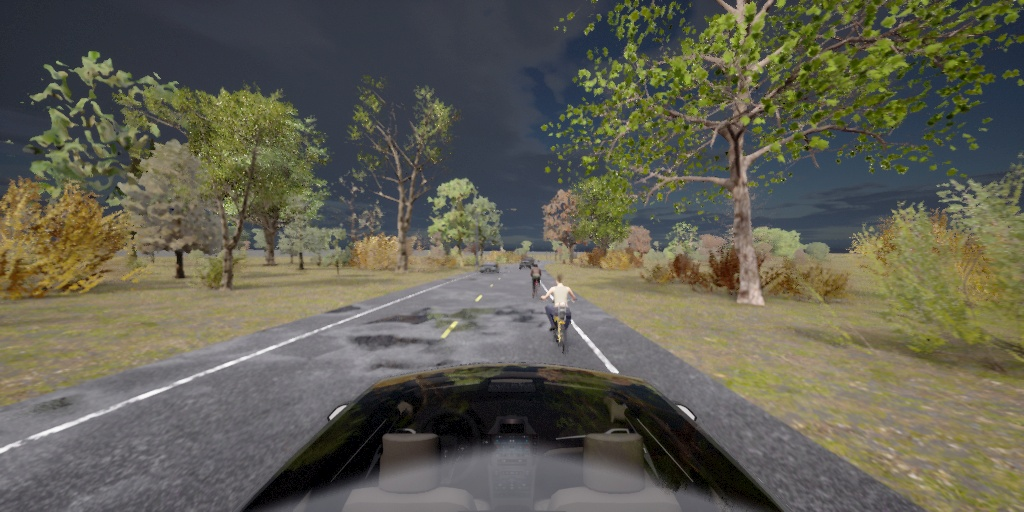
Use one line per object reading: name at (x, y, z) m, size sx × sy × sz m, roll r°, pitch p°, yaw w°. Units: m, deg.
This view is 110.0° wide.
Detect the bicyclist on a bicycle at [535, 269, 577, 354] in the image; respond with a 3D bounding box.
bicyclist on a bicycle at (1.030, 1.187, 7.823) m, size 0.866 × 1.612 × 1.509 m, roll 0°, pitch 0°, yaw 0°

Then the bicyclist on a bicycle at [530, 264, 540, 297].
bicyclist on a bicycle at (1.156, 1.213, 17.123) m, size 0.582 × 1.620 × 1.656 m, roll 0°, pitch 0°, yaw 1°

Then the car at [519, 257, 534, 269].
car at (2.204, 1.373, 57.736) m, size 1.837 × 1.490 × 4.892 m, roll 0°, pitch 0°, yaw 4°

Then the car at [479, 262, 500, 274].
car at (-2.520, 1.364, 41.318) m, size 1.994 × 1.385 × 4.181 m, roll 0°, pitch 0°, yaw 3°
